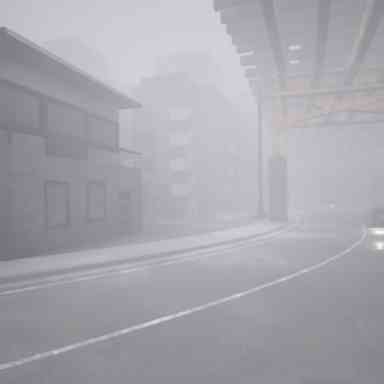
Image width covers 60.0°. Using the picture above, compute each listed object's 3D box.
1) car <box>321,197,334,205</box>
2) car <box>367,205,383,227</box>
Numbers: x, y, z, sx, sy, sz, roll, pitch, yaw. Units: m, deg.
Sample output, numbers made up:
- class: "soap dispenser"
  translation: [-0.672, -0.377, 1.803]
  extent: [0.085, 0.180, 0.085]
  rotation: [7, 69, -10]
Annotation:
- class: "car"
  translation: [25.115, 1.653, 61.824]
  extent: [1.895, 1.301, 4.718]
  rotation: [0, 0, 17]
- class: "car"
  translation: [12.767, 1.548, 21.853]
  extent: [1.994, 1.385, 4.181]
  rotation: [0, 0, 22]
